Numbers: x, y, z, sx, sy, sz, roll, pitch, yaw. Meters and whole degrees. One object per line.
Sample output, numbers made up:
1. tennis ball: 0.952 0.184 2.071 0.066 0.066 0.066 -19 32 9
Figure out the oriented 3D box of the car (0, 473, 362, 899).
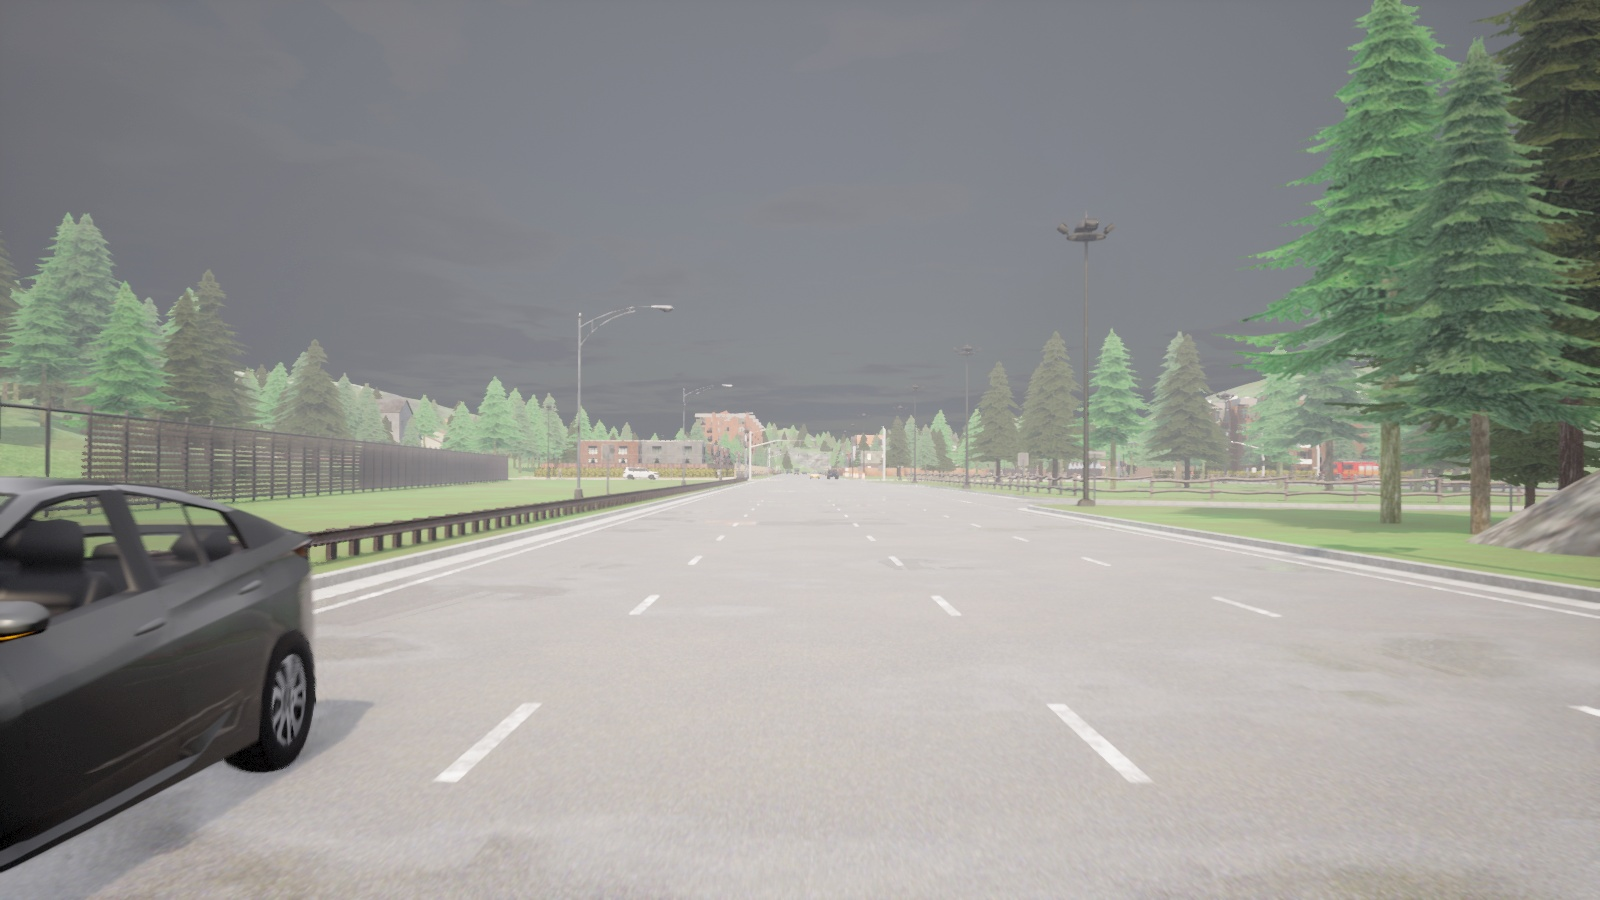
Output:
1. car: -3.514 0.858 4.958 2.007 1.525 4.514 0 -1 0
